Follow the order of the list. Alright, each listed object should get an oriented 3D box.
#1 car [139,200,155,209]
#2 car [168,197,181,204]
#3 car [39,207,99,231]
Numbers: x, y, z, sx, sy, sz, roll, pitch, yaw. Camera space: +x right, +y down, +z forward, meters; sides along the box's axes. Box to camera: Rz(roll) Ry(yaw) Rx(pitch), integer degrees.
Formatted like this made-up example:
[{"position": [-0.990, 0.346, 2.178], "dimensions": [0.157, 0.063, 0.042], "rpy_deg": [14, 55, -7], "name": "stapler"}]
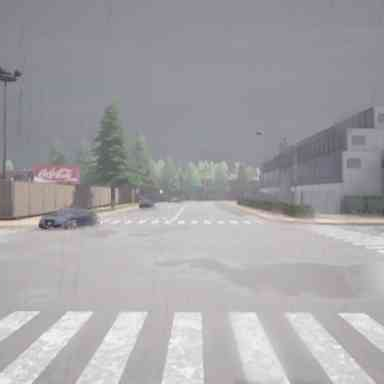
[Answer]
[{"position": [-6.641, 1.859, 49.308], "dimensions": [1.895, 1.301, 4.718], "rpy_deg": [0, 0, 0], "name": "car"}, {"position": [-3.943, 1.916, 76.331], "dimensions": [1.812, 1.442, 4.674], "rpy_deg": [0, 0, 17], "name": "car"}, {"position": [-7.854, 1.681, 21.603], "dimensions": [1.994, 1.385, 4.181], "rpy_deg": [0, 0, 17], "name": "car"}]
